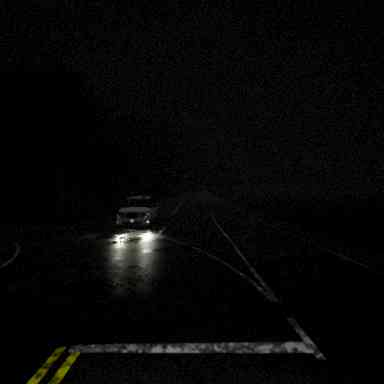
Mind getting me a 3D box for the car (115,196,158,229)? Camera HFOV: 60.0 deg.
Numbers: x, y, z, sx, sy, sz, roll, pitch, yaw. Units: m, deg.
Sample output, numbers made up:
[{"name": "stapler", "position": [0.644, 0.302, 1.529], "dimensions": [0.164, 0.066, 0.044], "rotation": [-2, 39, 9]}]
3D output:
[{"name": "car", "position": [-3.516, 1.295, 22.236], "dimensions": [2.150, 2.045, 5.566], "rotation": [0, 1, 0]}]
